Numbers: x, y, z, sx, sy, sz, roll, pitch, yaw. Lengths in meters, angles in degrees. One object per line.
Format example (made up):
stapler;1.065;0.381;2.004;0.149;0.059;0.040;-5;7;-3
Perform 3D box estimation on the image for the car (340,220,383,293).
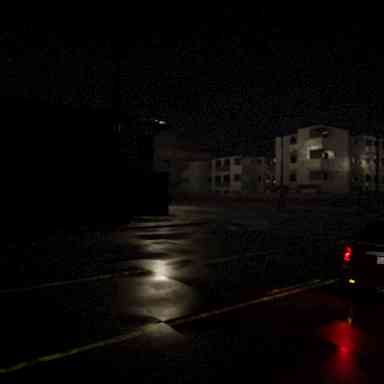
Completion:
car;5.478;1.373;7.687;4.553;1.767;2.097;0;0;-35
